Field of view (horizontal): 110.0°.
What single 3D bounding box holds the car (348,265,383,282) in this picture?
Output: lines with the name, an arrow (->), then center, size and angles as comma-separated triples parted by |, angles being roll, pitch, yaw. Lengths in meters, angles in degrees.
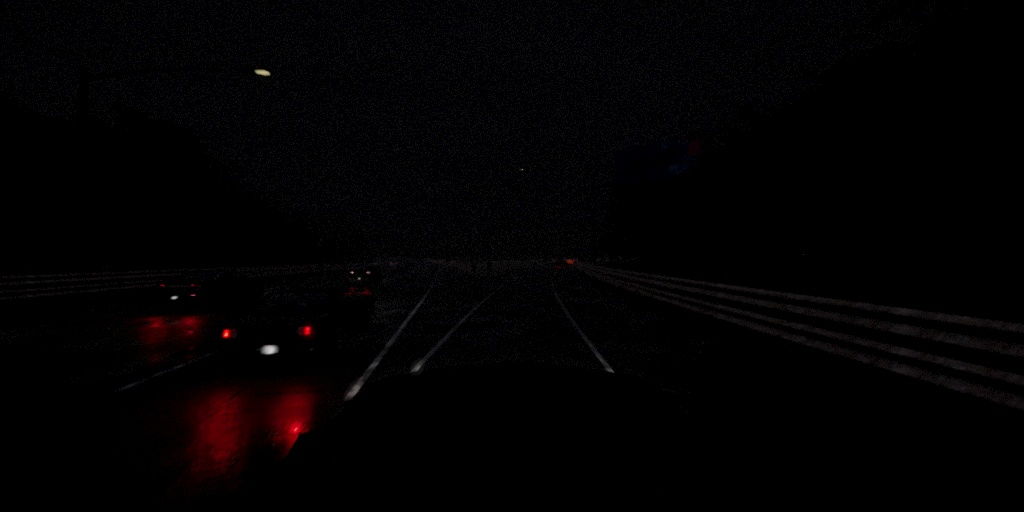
car -> -11.376, 1.435, 28.103 | 2.128, 1.511, 4.902 | 0, -1, -10

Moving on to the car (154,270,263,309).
car -> -12.753, 1.340, 15.524 | 2.128, 1.511, 4.902 | 0, -1, -9

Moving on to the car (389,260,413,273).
car -> -16.050, 1.735, 52.075 | 2.033, 1.411, 5.357 | 0, -1, -12

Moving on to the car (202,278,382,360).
car -> -4.627, 1.384, 8.531 | 1.895, 1.301, 4.718 | 0, 0, -9
